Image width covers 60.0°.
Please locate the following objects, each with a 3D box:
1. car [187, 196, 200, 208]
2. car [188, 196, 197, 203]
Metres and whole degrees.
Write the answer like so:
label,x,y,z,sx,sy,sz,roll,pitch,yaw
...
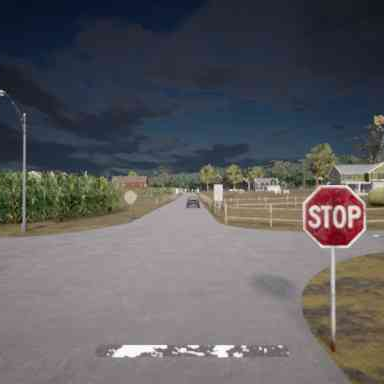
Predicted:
label,x,y,z,sx,sy,sz,roll,pitch,yaw
car,0.164,1.527,49.921,1.837,1.490,4.892,0,0,0
car,0.099,1.529,71.343,1.994,1.385,4.181,0,0,0
